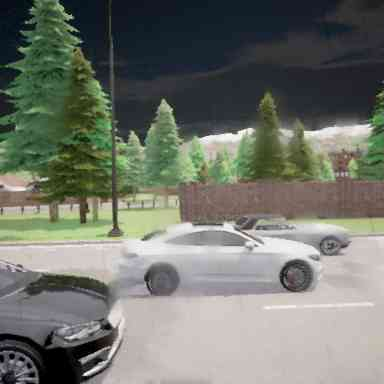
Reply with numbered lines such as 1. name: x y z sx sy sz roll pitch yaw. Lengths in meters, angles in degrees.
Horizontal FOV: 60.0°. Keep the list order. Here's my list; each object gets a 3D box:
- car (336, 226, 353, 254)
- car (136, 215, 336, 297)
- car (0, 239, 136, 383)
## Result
1. car: 2.860 1.436 11.429 4.718 1.301 1.895 -1 1 -2
2. car: 0.621 1.442 7.845 4.674 1.442 1.812 -1 1 -2
3. car: -3.367 1.525 4.199 4.902 1.511 2.128 -1 1 -2
